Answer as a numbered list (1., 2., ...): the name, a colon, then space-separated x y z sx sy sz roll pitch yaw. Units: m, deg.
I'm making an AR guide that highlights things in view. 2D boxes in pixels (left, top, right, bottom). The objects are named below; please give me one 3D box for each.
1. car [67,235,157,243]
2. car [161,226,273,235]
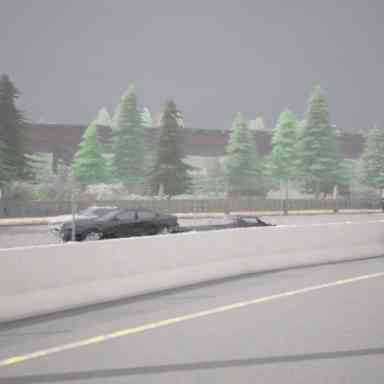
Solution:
1. car: -2.942 1.415 14.377 5.008 1.535 1.882 0 0 -32
2. car: 1.415 1.568 12.982 4.718 1.301 1.895 0 0 -30
